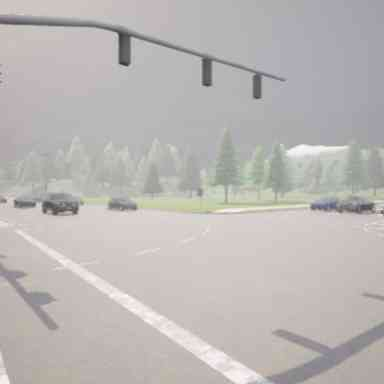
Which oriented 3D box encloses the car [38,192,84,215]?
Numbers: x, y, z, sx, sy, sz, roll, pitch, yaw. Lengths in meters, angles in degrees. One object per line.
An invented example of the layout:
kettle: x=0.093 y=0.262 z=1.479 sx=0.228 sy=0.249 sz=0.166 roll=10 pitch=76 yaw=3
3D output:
car: x=-12.730 y=1.066 z=32.005 sx=2.150 sy=2.045 sz=5.566 roll=0 pitch=1 yaw=-39

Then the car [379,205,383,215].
car: x=18.892 y=1.310 z=30.252 sx=4.674 sy=1.442 sz=1.812 roll=-1 pitch=1 yaw=-39

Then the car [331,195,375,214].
car: x=15.906 y=1.132 z=32.332 sx=4.553 sy=1.767 sz=2.097 roll=0 pitch=0 yaw=-39

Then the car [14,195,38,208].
car: x=-21.773 y=1.285 z=43.385 sx=1.882 sy=1.535 sz=5.008 roll=0 pitch=0 yaw=-38

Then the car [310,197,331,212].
car: x=14.699 y=1.240 z=35.864 sx=5.008 sy=1.535 sz=1.882 roll=-1 pitch=1 yaw=-39

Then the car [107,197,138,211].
car: x=-7.789 y=1.314 z=37.043 sx=1.837 sy=1.490 sz=4.892 roll=0 pitch=1 yaw=-38

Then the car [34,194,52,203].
car: x=-28.253 y=1.197 z=62.919 sx=1.837 sy=1.490 sz=4.892 roll=0 pitch=0 yaw=-39

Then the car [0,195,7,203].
car: x=-34.427 y=1.295 z=59.436 sx=2.033 sy=1.411 sz=5.357 roll=0 pitch=0 yaw=-39
